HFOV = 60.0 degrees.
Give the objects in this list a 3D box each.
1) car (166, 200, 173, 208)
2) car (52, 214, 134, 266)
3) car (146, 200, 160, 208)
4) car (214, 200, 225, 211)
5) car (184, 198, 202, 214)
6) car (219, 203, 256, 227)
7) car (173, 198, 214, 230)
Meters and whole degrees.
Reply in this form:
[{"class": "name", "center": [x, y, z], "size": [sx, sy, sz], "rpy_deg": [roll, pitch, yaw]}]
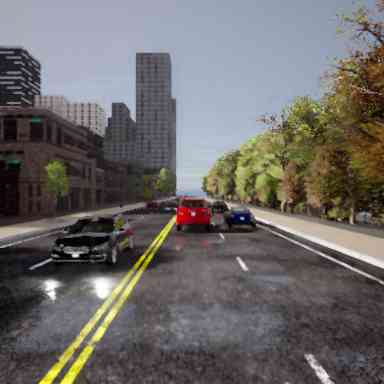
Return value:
[{"class": "car", "center": [-3.284, 1.984, 56.066], "size": [1.994, 1.385, 4.181], "rpy_deg": [0, 0, 1]}, {"class": "car", "center": [-3.335, 1.598, 11.987], "size": [1.837, 1.490, 4.892], "rpy_deg": [0, -1, 0]}, {"class": "car", "center": [-6.530, 2.020, 55.932], "size": [1.895, 1.301, 4.718], "rpy_deg": [0, 0, 1]}, {"class": "car", "center": [3.331, 1.822, 41.708], "size": [1.837, 1.490, 4.892], "rpy_deg": [0, 0, 0]}, {"class": "car", "center": [0.083, 1.661, 41.114], "size": [2.097, 1.767, 4.553], "rpy_deg": [0, -1, 0]}, {"class": "car", "center": [3.358, 1.750, 24.256], "size": [1.994, 1.385, 4.181], "rpy_deg": [0, 0, 0]}, {"class": "car", "center": [0.103, 1.394, 22.384], "size": [2.150, 2.045, 5.566], "rpy_deg": [0, 0, 0]}]
